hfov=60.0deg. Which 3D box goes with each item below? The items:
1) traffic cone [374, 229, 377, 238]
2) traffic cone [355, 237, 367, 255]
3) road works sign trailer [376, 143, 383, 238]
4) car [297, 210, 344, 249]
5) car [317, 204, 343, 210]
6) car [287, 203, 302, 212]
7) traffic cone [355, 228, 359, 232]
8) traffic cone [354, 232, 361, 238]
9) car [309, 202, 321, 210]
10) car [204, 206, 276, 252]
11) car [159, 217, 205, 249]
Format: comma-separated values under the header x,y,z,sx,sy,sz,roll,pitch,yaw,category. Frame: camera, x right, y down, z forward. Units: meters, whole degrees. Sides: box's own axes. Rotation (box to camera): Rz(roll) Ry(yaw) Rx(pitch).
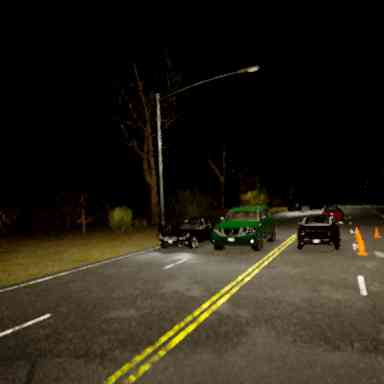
x,y,z,sx,sy,sz,roll,pitch,yaw,category
10.336,2.245,18.598,0.340,0.580,0.340,-3,-2,25,traffic cone
6.929,2.241,13.559,0.340,0.580,0.340,-3,-2,25,traffic cone
5.246,0.617,6.674,2.380,3.560,2.880,-3,-2,25,road works sign trailer
6.414,1.903,16.690,1.837,1.490,4.892,-3,-2,24,car
13.970,2.114,33.071,1.994,1.385,4.181,-3,-2,25,car
17.277,2.543,55.971,2.128,1.511,4.902,-3,-2,25,car
8.595,2.277,17.195,0.340,0.580,0.340,-3,-2,25,traffic cone
7.762,2.259,15.377,0.340,0.580,0.340,-3,-2,25,traffic cone
20.992,2.427,56.206,1.812,1.442,4.674,-3,-2,26,car
2.858,1.785,17.268,2.150,2.045,5.566,-3,-2,25,car
-0.072,2.231,18.630,1.837,1.490,4.892,-3,-2,25,car
